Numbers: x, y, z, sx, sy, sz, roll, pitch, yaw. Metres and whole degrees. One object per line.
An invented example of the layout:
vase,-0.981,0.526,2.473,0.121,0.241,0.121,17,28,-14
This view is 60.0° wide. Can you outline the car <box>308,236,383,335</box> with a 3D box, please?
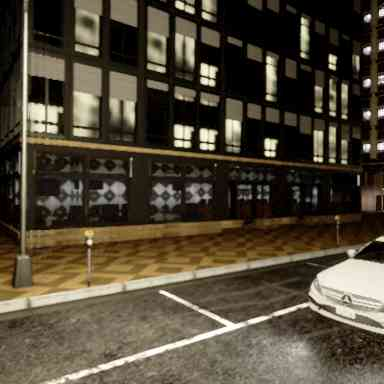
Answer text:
car,4.240,1.584,6.411,4.674,1.442,1.812,1,0,-35
